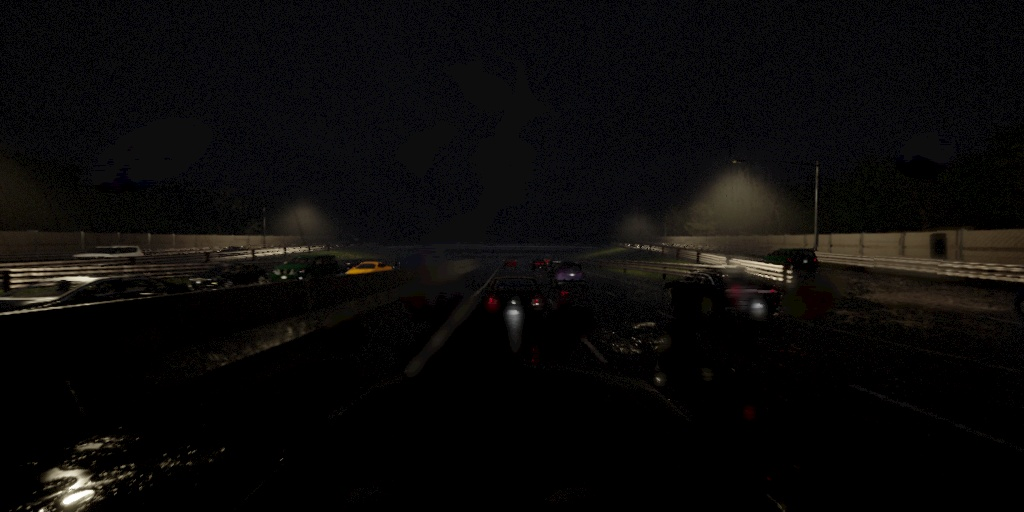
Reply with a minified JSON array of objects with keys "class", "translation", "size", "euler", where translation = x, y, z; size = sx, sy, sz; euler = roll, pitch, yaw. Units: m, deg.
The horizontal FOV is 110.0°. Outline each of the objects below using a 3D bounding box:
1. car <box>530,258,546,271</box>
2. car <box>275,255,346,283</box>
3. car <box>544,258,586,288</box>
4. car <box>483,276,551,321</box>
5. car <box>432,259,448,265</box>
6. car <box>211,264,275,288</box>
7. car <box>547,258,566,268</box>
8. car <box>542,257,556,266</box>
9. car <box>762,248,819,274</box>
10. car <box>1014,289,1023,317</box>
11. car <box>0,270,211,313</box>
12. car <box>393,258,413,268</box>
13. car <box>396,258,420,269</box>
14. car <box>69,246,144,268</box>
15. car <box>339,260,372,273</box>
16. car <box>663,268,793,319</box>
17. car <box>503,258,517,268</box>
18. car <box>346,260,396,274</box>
[{"class":"car","translation":[3.385,1.096,45.672],"size":[1.837,1.490,4.892],"euler":[0,0,-1]},{"class":"car","translation":[-14.165,0.949,25.020],"size":[2.150,2.045,5.566],"euler":[0,0,0]},{"class":"car","translation":[3.541,1.166,23.452],"size":[2.033,1.649,4.856],"euler":[0,0,0]},{"class":"car","translation":[0.082,1.354,12.472],"size":[1.895,1.301,4.718],"euler":[0,0,0]},{"class":"car","translation":[-10.823,1.097,54.611],"size":[2.033,1.411,5.357],"euler":[0,0,0]},{"class":"car","translation":[-17.654,1.245,22.618],"size":[1.837,1.490,4.892],"euler":[0,0,0]},{"class":"car","translation":[6.698,1.042,54.575],"size":[2.128,1.511,4.902],"euler":[0,0,-1]},{"class":"car","translation":[6.578,1.011,64.616],"size":[1.882,1.535,5.008],"euler":[0,0,-1]},{"class":"car","translation":[22.964,0.359,29.785],"size":[2.150,2.045,5.566],"euler":[0,3,15]},{"class":"car","translation":[16.919,1.285,9.663],"size":[1.882,1.535,5.008],"euler":[0,1,18]},{"class":"car","translation":[-10.610,1.244,8.843],"size":[2.128,1.511,4.902],"euler":[0,0,0]},{"class":"car","translation":[-17.853,1.079,58.895],"size":[1.837,1.490,4.892],"euler":[0,0,-1]},{"class":"car","translation":[-14.306,1.043,50.280],"size":[1.882,1.535,5.008],"euler":[0,0,0]},{"class":"car","translation":[-35.122,0.126,31.317],"size":[2.150,2.045,5.566],"euler":[0,2,-15]},{"class":"car","translation":[-17.758,1.184,40.889],"size":[1.994,1.385,4.181],"euler":[0,0,0]},{"class":"car","translation":[7.081,1.244,12.721],"size":[2.128,1.511,4.902],"euler":[0,0,0]},{"class":"car","translation":[-0.297,1.029,54.088],"size":[1.882,1.535,5.008],"euler":[0,0,-1]},{"class":"car","translation":[-10.675,1.193,27.088],"size":[1.882,1.535,5.008],"euler":[0,0,0]}]
